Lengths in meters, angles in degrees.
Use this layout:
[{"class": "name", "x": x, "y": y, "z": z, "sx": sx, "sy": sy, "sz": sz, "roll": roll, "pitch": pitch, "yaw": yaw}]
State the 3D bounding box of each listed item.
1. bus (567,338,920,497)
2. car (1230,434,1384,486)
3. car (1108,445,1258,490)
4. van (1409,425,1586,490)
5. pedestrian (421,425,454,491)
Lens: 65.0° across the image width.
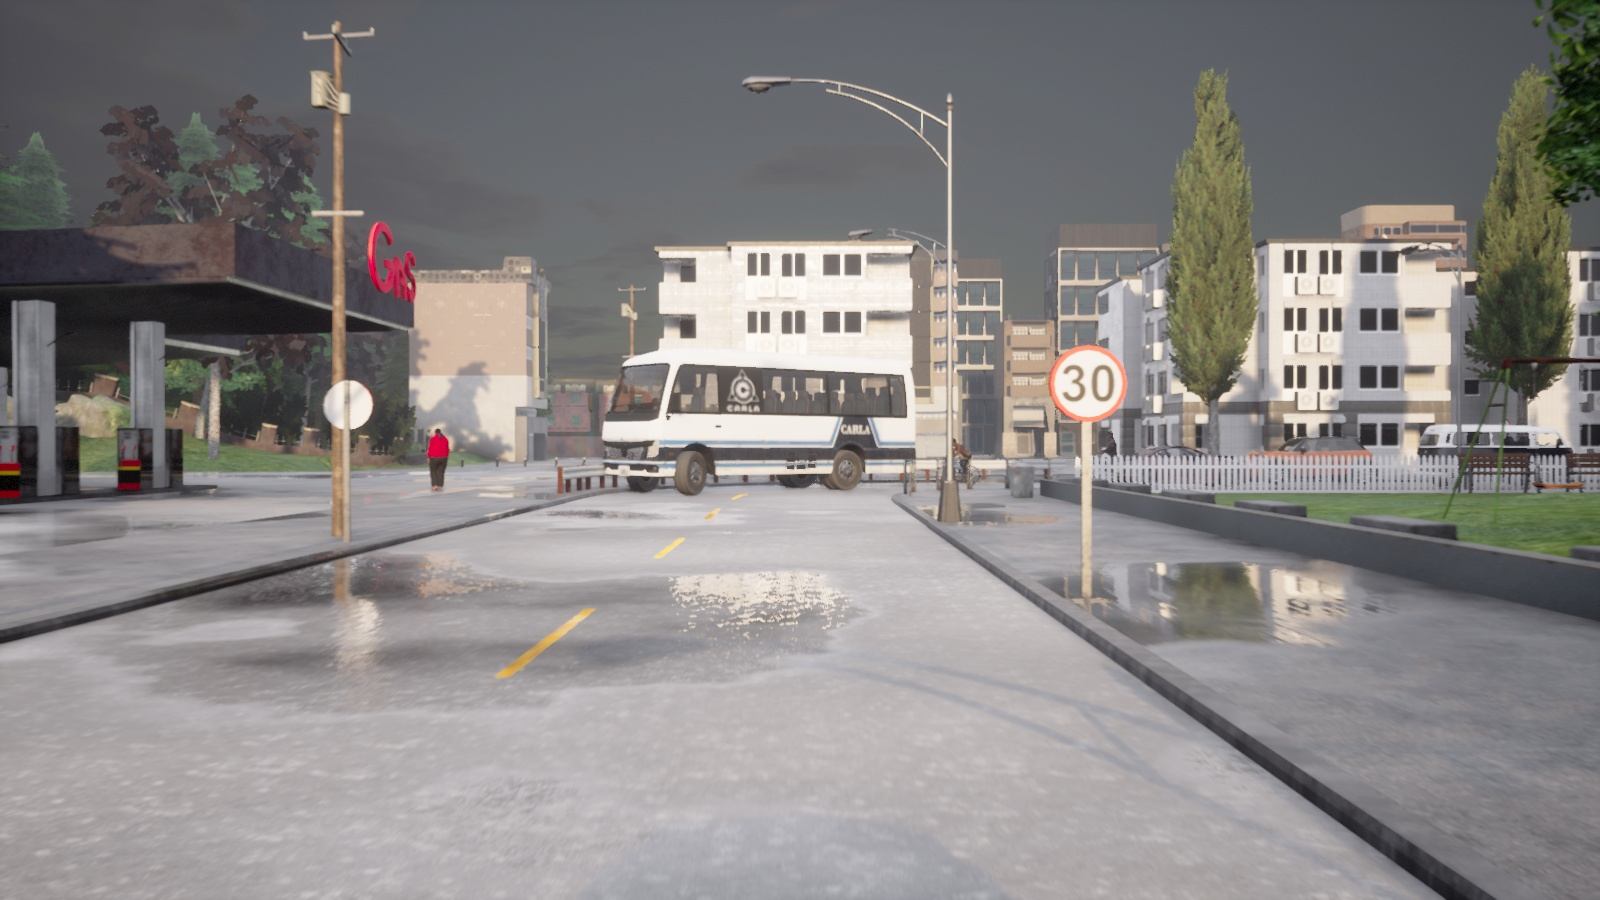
[{"class": "bus", "x": -1.505, "y": -0.891, "z": 38.255, "sx": 10.273, "sy": 4.253, "sz": 3.944, "roll": 0, "pitch": 1, "yaw": -37}, {"class": "car", "x": 17.747, "y": 0.326, "z": 44.147, "sx": 4.553, "sy": 1.767, "sz": 2.097, "roll": 0, "pitch": 0, "yaw": 0}, {"class": "car", "x": 12.207, "y": 0.553, "z": 40.195, "sx": 4.181, "sy": 1.385, "sz": 1.994, "roll": 0, "pitch": 0, "yaw": -1}, {"class": "van", "x": 22.200, "y": 0.221, "z": 40.112, "sx": 4.480, "sy": 2.038, "sz": 2.069, "roll": 0, "pitch": 0, "yaw": 0}, {"class": "pedestrian", "x": -10.364, "y": 0.219, "z": 35.891, "sx": 0.634, "sy": 1.844, "sz": 0.899, "roll": 0, "pitch": 0, "yaw": -36}]
